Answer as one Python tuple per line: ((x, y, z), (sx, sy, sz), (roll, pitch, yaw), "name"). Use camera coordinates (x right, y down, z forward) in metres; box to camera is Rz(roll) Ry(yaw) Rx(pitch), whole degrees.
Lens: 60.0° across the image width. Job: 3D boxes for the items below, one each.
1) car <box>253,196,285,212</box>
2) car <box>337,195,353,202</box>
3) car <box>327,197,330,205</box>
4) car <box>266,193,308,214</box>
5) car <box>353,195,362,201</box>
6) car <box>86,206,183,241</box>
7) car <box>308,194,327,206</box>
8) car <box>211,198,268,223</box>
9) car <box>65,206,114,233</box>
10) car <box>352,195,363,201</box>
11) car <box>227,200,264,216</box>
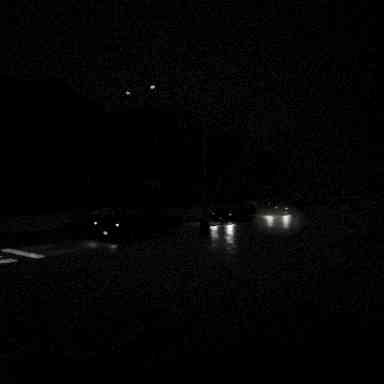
((8.470, 1.297, 36.499), (1.967, 1.590, 4.097), (0, 0, 35), "car")
((31.422, 1.429, 68.962), (1.947, 1.339, 4.313), (0, 0, 35), "car")
((21.586, 1.419, 55.050), (1.947, 1.339, 4.313), (0, 0, 35), "car")
((9.561, 1.091, 33.623), (2.150, 2.045, 5.566), (0, 0, 36), "car")
((37.882, 1.407, 78.099), (1.752, 1.417, 4.829), (0, 0, 35), "car")
((-2.571, 1.497, 16.496), (1.895, 1.301, 4.718), (0, 0, 35), "car")
((18.307, 1.169, 50.411), (2.192, 1.841, 5.009), (0, 0, 35), "car")
((3.513, 1.426, 25.096), (2.033, 1.411, 5.357), (0, 0, 35), "car")
((-4.646, 1.434, 17.950), (2.008, 1.369, 4.403), (1, 0, 35), "car")
((41.259, 1.440, 82.875), (1.887, 1.381, 4.507), (0, 0, 35), "car")
((5.190, 1.441, 31.862), (1.802, 1.307, 4.206), (0, 0, 35), "car")
